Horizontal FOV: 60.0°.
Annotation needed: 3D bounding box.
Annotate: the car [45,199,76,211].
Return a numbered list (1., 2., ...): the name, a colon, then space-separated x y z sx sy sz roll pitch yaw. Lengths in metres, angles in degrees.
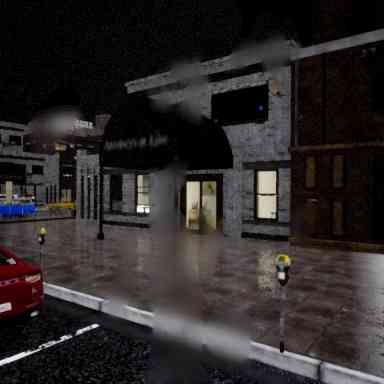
1. car: -16.244 1.569 42.453 1.752 1.417 4.829 0 0 35

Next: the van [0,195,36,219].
1. van: -15.640 1.413 28.724 1.690 1.788 3.998 0 0 35

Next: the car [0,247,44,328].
1. car: -4.547 1.544 6.110 4.507 1.381 1.887 0 0 35
